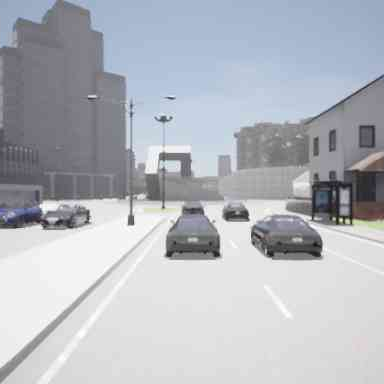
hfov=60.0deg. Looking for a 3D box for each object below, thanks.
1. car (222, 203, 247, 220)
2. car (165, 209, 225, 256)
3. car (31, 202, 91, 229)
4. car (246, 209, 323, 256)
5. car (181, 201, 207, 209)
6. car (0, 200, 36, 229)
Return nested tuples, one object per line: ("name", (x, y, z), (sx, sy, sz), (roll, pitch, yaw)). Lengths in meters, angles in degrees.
("car", (3.625, 1.582, 28.017), (1.994, 1.385, 4.181), (0, 0, 1))
("car", (0.051, 1.573, 13.174), (1.994, 1.385, 4.181), (0, 0, 1))
("car", (-8.042, 1.504, 21.619), (2.128, 1.511, 4.902), (0, 0, 1))
("car", (3.551, 1.573, 13.147), (1.994, 1.385, 4.181), (0, 0, 1))
("car", (0.121, 1.523, 27.830), (1.837, 1.490, 4.892), (0, 0, 2))
("car", (-11.541, 1.364, 21.708), (2.097, 1.767, 4.553), (0, 0, 1))
